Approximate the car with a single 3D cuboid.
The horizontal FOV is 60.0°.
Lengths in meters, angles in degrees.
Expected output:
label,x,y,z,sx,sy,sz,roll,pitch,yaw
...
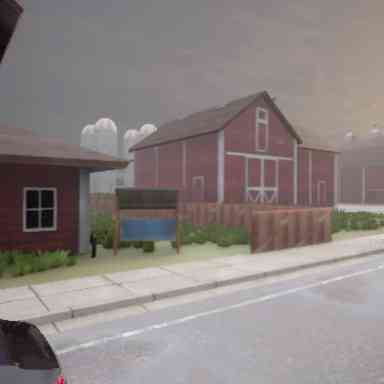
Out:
label,x,y,z,sx,sy,sz,roll,pitch,yaw
car,-2.927,1.561,1.900,4.181,1.385,1.994,0,0,-36
